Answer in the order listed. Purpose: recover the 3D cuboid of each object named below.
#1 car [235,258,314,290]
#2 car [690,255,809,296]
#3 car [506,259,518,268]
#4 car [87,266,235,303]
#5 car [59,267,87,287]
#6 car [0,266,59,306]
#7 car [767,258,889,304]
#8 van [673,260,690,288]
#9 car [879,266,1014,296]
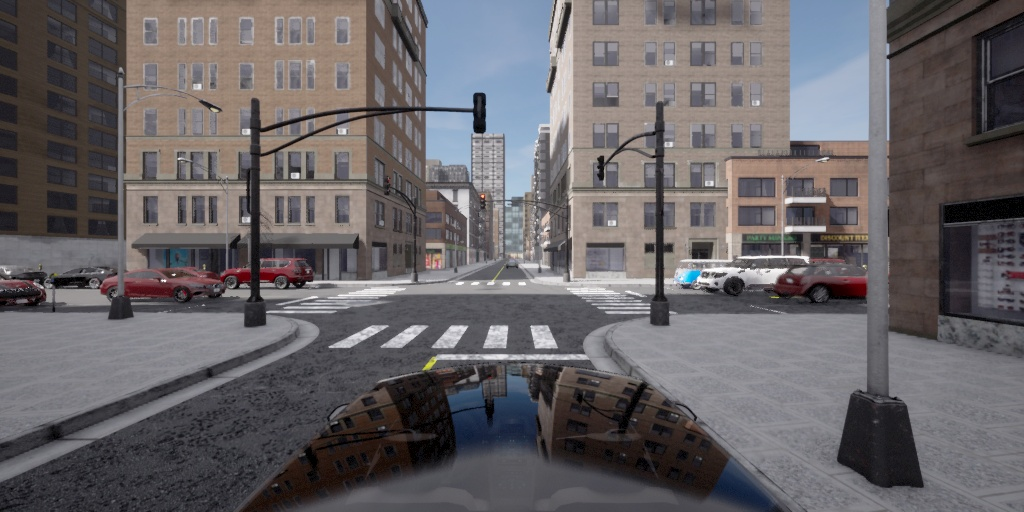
[{"bbox_3d":[-14.913,1.059,22.023,5.009,1.841,2.192,0,0,0],"label":"car"},{"bbox_3d":[12.956,0.990,19.106,5.566,2.045,2.150,0,0,0],"label":"car"},{"bbox_3d":[0.038,1.339,59.661,1.994,1.385,4.181,0,0,1],"label":"car"},{"bbox_3d":[-15.561,1.270,16.077,4.674,1.442,1.812,0,0,0],"label":"car"},{"bbox_3d":[-25.959,1.299,22.085,4.313,1.339,1.948,0,0,0],"label":"car"},{"bbox_3d":[-20.459,1.179,13.528,4.097,1.591,1.967,0,0,0],"label":"car"},{"bbox_3d":[14.432,1.121,15.899,4.553,1.767,2.097,0,0,0],"label":"car"},{"bbox_3d":[12.035,1.108,21.870,3.998,1.789,1.690,0,0,0],"label":"van"},{"bbox_3d":[22.922,1.281,19.051,4.892,1.490,1.837,0,0,0],"label":"car"}]
